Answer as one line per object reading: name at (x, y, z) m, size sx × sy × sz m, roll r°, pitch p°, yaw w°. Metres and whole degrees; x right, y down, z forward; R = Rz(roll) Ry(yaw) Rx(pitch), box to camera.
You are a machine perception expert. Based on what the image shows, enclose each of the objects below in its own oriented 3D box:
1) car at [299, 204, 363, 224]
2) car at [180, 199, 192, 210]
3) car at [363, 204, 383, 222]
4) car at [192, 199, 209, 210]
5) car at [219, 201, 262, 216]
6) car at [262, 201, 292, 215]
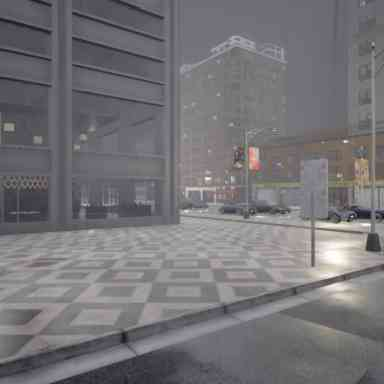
car at (10.440, 1.616, 25.716) m, size 1.994 × 1.385 × 4.181 m, roll 0°, pitch 0°, yaw -36°
car at (-2.394, 1.692, 43.492) m, size 1.994 × 1.385 × 4.181 m, roll 0°, pitch 0°, yaw -37°
car at (13.711, 1.648, 26.735) m, size 1.895 × 1.301 × 4.718 m, roll 0°, pitch 0°, yaw -36°
car at (0.075, 1.676, 45.640) m, size 2.033 × 1.411 × 5.357 m, roll 0°, pitch 0°, yaw -36°
car at (4.628, 1.654, 33.774) m, size 1.994 × 1.385 × 4.181 m, roll 0°, pitch 0°, yaw -36°
car at (7.777, 1.634, 34.954) m, size 2.033 × 1.411 × 5.357 m, roll 0°, pitch 0°, yaw -36°
